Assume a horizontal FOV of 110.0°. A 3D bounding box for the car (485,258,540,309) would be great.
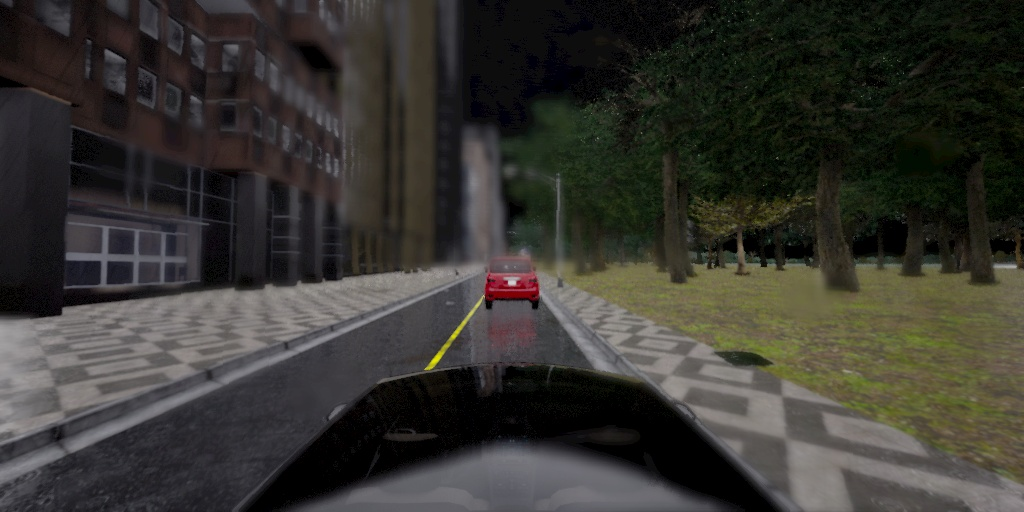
[{"bbox_3d":[0.004,1.101,15.892,2.150,2.045,5.566,0,0,0],"label":"car"}]
